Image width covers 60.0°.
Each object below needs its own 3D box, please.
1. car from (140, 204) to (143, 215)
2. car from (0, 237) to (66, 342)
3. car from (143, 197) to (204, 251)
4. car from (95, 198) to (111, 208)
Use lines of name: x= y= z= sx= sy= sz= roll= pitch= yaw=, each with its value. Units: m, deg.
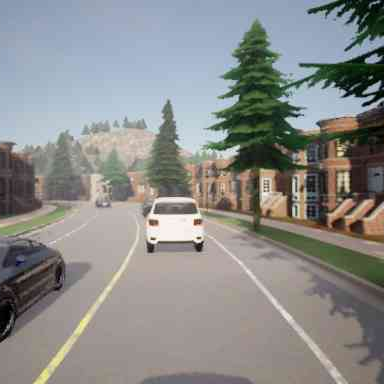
car: x=-3.911 y=1.566 z=31.862 sx=1.812 sy=1.442 sz=4.674 roll=0 pitch=0 yaw=-13
car: x=-3.901 y=1.579 z=6.242 sx=1.994 sy=1.385 sz=4.181 roll=0 pitch=0 yaw=-3
car: x=-0.823 y=1.238 z=14.309 sx=2.150 sy=2.045 sz=5.566 roll=0 pitch=0 yaw=-6
car: x=-12.946 y=1.571 z=48.400 sx=2.128 sy=1.511 sz=4.902 roll=0 pitch=0 yaw=-21
